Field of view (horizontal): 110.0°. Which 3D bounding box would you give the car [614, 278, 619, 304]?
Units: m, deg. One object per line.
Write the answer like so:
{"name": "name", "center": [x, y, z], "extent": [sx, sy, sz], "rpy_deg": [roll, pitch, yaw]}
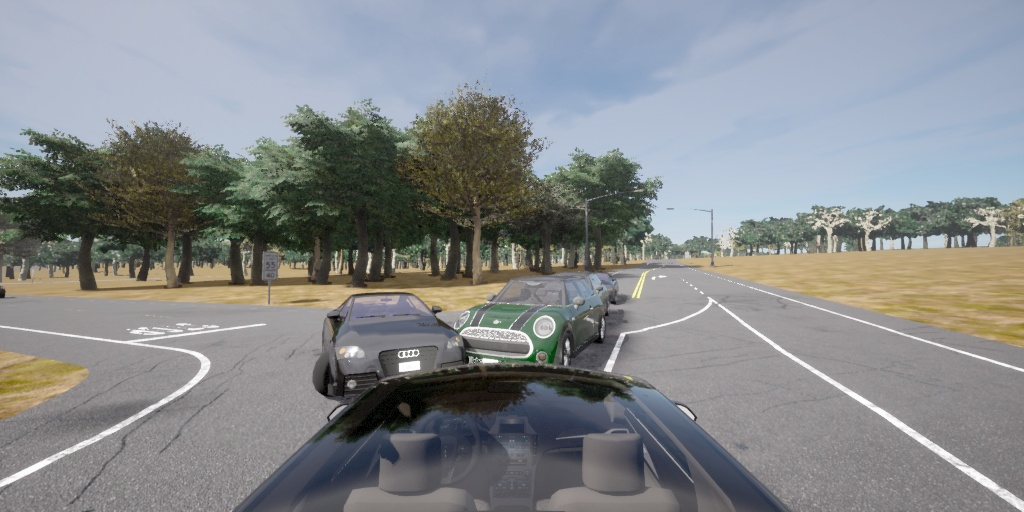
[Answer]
{"name": "car", "center": [4.217, 1.509, 17.861], "extent": [1.994, 1.385, 4.181], "rpy_deg": [-1, 0, 19]}

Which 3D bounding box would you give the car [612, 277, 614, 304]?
{"name": "car", "center": [2.024, 1.344, 12.134], "extent": [2.097, 1.767, 4.553], "rpy_deg": [-1, -1, 21]}

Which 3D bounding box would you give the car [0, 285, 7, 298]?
{"name": "car", "center": [-40.860, 2.561, 27.378], "extent": [4.181, 1.385, 1.994], "rpy_deg": [-2, -3, 22]}

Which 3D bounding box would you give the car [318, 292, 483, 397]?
{"name": "car", "center": [-2.354, 1.376, 6.616], "extent": [1.994, 1.385, 4.181], "rpy_deg": [1, -2, -29]}

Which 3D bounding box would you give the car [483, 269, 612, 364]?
{"name": "car", "center": [0.617, 1.218, 7.821], "extent": [2.097, 1.767, 4.553], "rpy_deg": [-1, -2, 26]}
